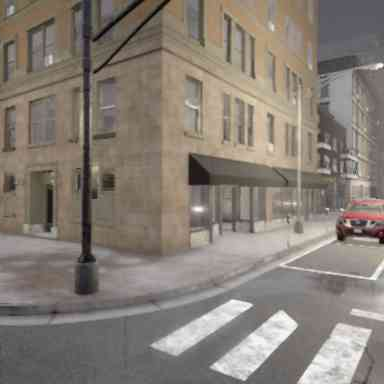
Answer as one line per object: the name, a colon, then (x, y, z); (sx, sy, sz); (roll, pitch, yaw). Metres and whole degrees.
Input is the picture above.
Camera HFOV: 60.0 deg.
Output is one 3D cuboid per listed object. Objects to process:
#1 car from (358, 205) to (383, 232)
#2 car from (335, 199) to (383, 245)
car: (11.650, 1.548, 20.442); (1.947, 1.339, 4.313); (0, 0, 36)
car: (8.344, 1.296, 15.845); (2.192, 1.841, 5.009); (0, 0, 36)
